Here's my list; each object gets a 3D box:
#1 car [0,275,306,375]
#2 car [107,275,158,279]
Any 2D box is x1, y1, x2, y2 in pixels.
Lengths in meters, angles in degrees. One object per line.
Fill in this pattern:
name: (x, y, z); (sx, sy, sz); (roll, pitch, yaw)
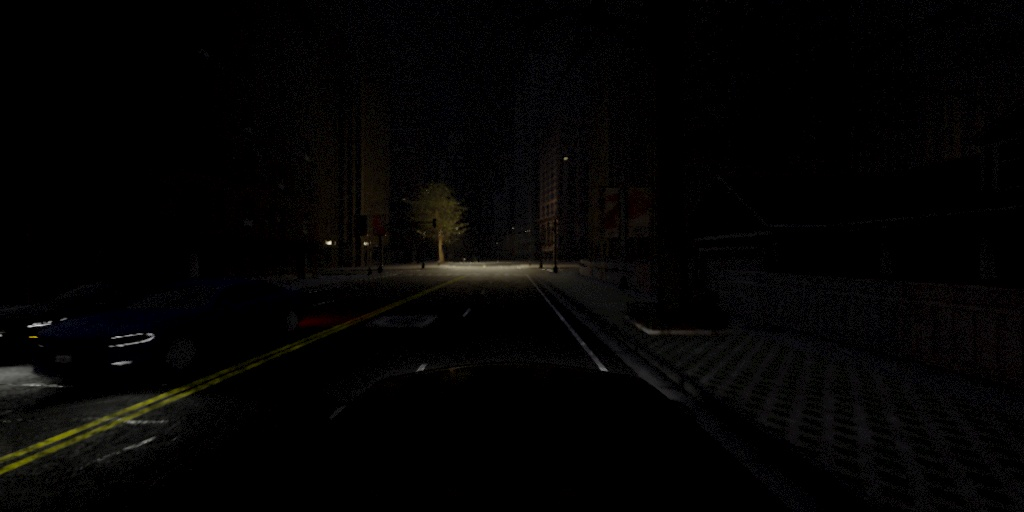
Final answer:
car: (-6.600, 1.244, 7.774); (1.882, 1.535, 5.008); (0, 0, 0)
car: (-9.849, 1.275, 9.275); (1.837, 1.490, 4.892); (0, 0, 0)
